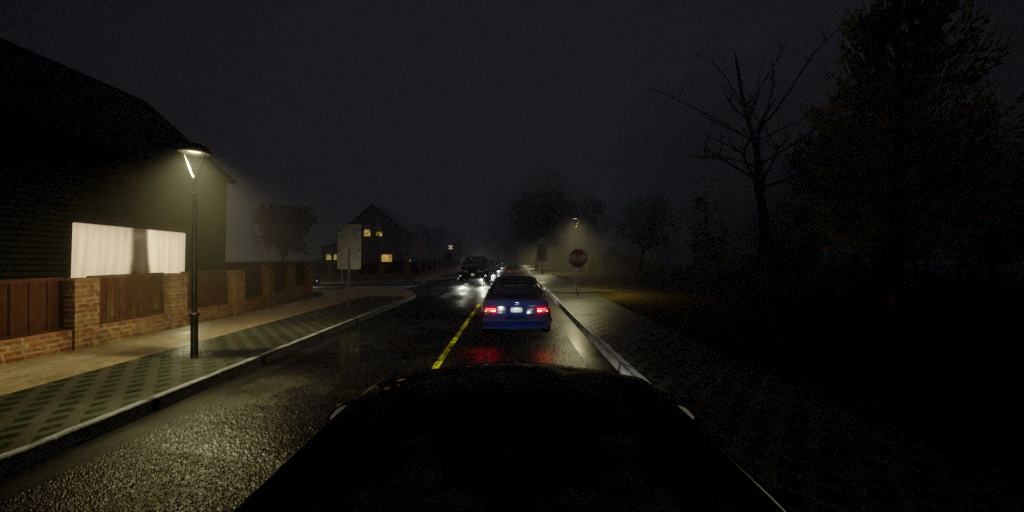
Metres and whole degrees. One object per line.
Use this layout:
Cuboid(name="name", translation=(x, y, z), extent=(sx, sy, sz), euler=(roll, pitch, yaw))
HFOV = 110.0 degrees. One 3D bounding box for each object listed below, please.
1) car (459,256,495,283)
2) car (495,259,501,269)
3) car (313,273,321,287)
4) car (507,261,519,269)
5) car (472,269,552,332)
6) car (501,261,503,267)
Cuboid(name="car", translation=(-2.819, 1.010, 28.470), extent=(2.150, 2.045, 5.566), euler=(0, 0, 0))
Cuboid(name="car", translation=(-2.785, 1.312, 42.404), extent=(2.128, 1.511, 4.902), euler=(0, 0, 0))
Cuboid(name="car", translation=(-14.774, 1.297, 22.946), extent=(4.674, 1.442, 1.812), euler=(0, -2, 2))
Cuboid(name="car", translation=(0.191, 1.469, 56.847), extent=(1.895, 1.301, 4.718), euler=(0, 0, 0))
Cuboid(name="car", translation=(0.106, 1.305, 10.846), extent=(2.033, 1.411, 5.357), euler=(0, 0, 0))
Cuboid(name="car", translation=(-2.745, 1.362, 54.030), extent=(1.837, 1.490, 4.892), euler=(0, 0, 0))
